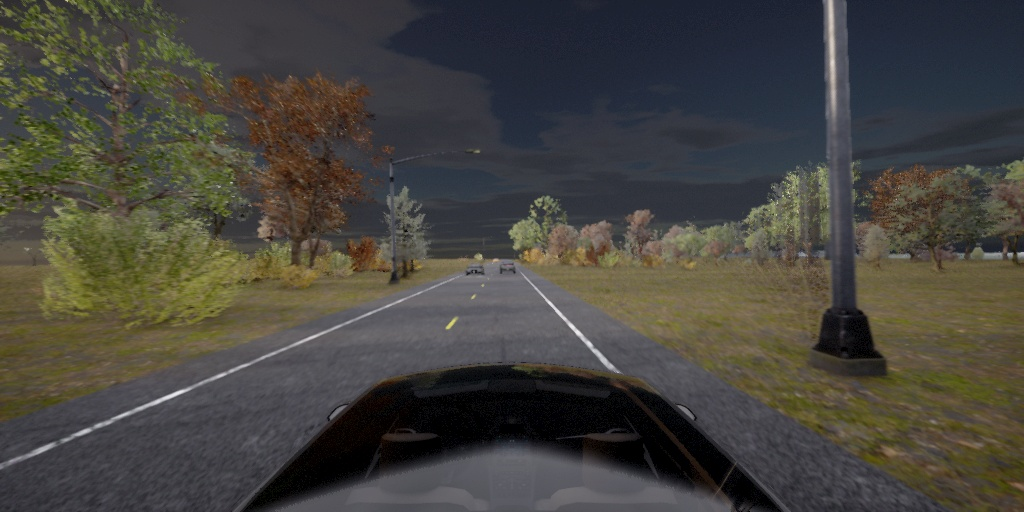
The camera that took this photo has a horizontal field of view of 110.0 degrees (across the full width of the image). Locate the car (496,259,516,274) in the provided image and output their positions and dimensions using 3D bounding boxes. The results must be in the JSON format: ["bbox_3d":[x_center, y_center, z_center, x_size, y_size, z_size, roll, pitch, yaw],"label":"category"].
[{"bbox_3d":[-0.535,1.347,44.311,2.128,1.511,4.902,-2,0,-1],"label":"car"}]

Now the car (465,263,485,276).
[{"bbox_3d":[-4.158,1.519,40.978,1.994,1.385,4.181,-2,0,-1],"label":"car"}]
